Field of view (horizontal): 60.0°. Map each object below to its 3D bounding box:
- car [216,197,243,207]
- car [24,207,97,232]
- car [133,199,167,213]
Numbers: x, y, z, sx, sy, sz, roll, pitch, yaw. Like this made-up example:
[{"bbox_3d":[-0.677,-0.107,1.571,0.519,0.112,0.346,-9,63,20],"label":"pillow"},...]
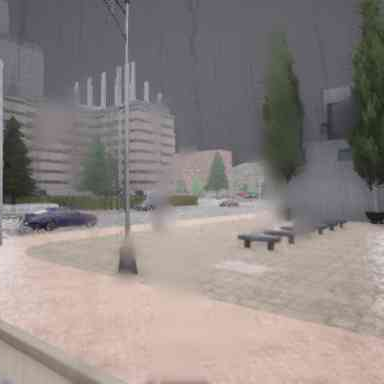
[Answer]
[{"bbox_3d":[6.426,1.966,57.771,1.994,1.385,4.181,0,-1,38],"label":"car"},{"bbox_3d":[-8.411,1.704,21.618,1.812,1.442,4.674,-1,-1,38],"label":"car"},{"bbox_3d":[-5.363,1.667,42.783,2.097,1.767,4.553,0,0,38],"label":"car"}]
